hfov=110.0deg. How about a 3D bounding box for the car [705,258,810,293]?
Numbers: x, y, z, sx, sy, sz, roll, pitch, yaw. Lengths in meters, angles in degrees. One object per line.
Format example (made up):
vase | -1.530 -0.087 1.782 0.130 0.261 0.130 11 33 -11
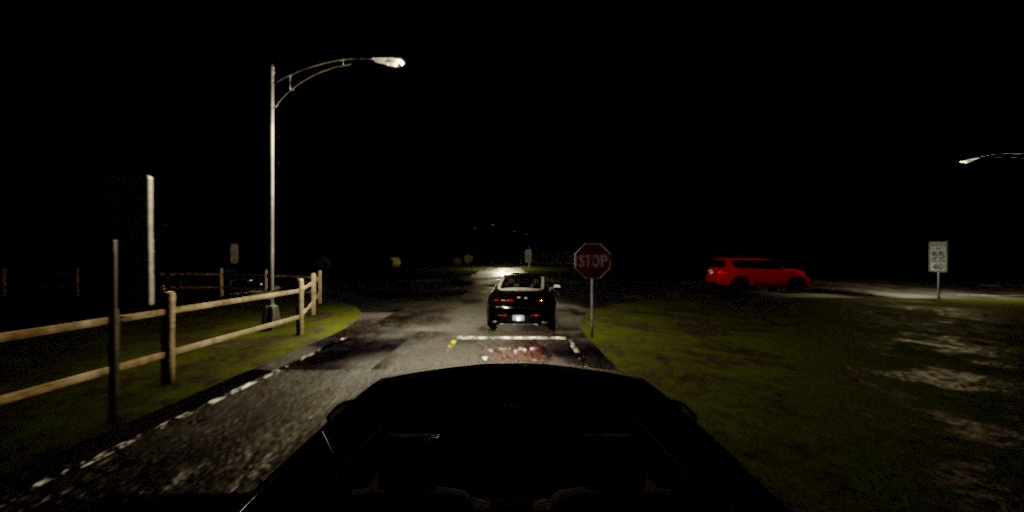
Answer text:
car | 14.930 1.137 22.034 5.566 2.045 2.150 0 0 0

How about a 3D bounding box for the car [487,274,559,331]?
car | 0.444 1.293 11.237 1.837 1.490 4.892 0 0 7

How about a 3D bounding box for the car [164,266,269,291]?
car | -18.116 1.342 22.118 5.357 1.411 2.033 0 0 0
